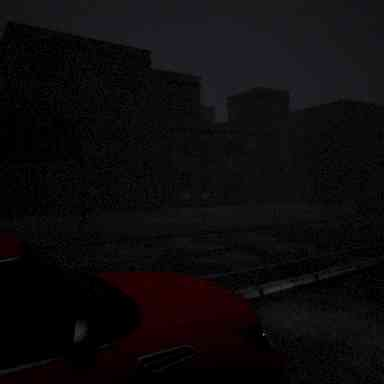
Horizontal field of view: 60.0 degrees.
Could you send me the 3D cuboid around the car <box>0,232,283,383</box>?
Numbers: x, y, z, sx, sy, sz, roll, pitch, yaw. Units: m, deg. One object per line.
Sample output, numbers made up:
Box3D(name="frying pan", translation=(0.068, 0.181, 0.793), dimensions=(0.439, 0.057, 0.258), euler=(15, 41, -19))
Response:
Box3D(name="car", translation=(-1.868, 1.221, 2.104), dimensions=(5.566, 2.045, 2.150), euler=(0, 0, -36))
